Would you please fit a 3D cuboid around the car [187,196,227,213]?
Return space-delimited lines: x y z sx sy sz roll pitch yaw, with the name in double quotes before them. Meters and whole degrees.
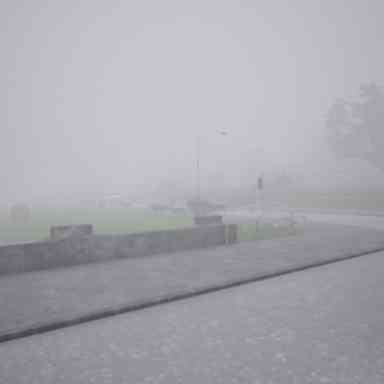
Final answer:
"car" 1.438 1.197 33.587 1.882 1.535 5.008 -1 2 -35

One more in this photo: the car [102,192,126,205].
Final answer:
"car" -12.570 0.944 53.353 2.150 2.045 5.566 -1 0 -35
